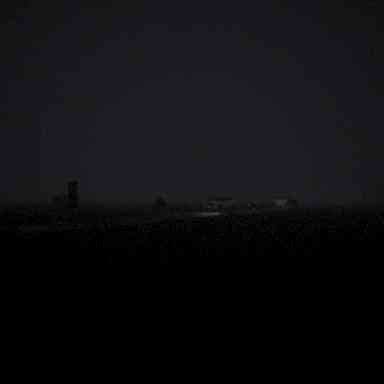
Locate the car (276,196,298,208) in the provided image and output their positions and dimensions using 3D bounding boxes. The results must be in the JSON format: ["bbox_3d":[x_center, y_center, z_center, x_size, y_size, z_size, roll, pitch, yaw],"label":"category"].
[{"bbox_3d":[15.704,1.594,55.042,2.150,2.045,5.566,0,-1,37],"label":"car"}]

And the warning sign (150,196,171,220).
[{"bbox_3d":[-2.487,1.256,26.479,1.300,1.860,1.060,0,0,37],"label":"warning sign"}]

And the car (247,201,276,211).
[{"bbox_3d":[9.641,1.914,46.810,1.895,1.301,4.718,0,-1,37],"label":"car"}]

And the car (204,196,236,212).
[{"bbox_3d":[3.776,1.510,43.762,2.150,2.045,5.566,0,0,37],"label":"car"}]
